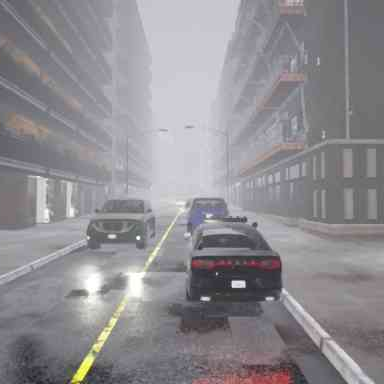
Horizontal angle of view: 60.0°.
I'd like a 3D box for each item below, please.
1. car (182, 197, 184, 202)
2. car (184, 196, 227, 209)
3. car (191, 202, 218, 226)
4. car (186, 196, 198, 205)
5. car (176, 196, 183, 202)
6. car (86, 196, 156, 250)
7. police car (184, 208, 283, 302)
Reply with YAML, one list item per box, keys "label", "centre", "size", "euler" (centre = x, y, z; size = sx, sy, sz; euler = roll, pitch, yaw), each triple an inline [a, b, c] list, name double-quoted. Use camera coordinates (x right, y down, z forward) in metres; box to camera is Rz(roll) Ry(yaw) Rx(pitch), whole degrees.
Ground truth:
- label: "car"
  centre: [0.004, 1.530, 45.698]
  size: [1.837, 1.490, 4.892]
  euler: [0, 0, 0]
- label: "car"
  centre: [0.823, 1.235, 18.396]
  size: [2.150, 2.045, 5.566]
  euler: [0, 0, 0]
- label: "car"
  centre: [0.823, 1.539, 24.367]
  size: [1.812, 1.442, 4.674]
  euler: [0, 0, 0]
- label: "car"
  centre: [-0.005, 1.528, 59.999]
  size: [2.128, 1.511, 4.902]
  euler: [0, 0, 0]
- label: "car"
  centre: [-2.757, 1.601, 78.464]
  size: [2.033, 1.411, 5.357]
  euler: [0, 0, 0]
- label: "car"
  centre: [-2.851, 1.229, 14.622]
  size: [2.150, 2.045, 5.566]
  euler: [0, 0, 0]
- label: "police car"
  centre: [0.824, 1.430, 8.469]
  size: [1.930, 1.638, 5.238]
  euler: [0, 0, 0]
